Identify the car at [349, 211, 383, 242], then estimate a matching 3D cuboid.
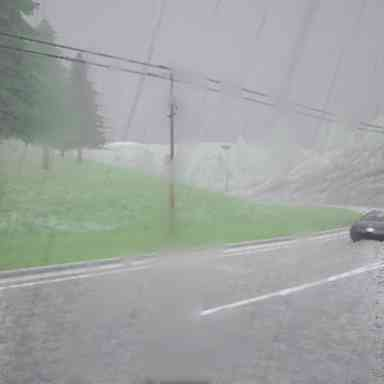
[{"bbox_3d":[8.994,1.564,15.416,4.181,1.385,1.994,0,0,-43],"label":"car"}]
